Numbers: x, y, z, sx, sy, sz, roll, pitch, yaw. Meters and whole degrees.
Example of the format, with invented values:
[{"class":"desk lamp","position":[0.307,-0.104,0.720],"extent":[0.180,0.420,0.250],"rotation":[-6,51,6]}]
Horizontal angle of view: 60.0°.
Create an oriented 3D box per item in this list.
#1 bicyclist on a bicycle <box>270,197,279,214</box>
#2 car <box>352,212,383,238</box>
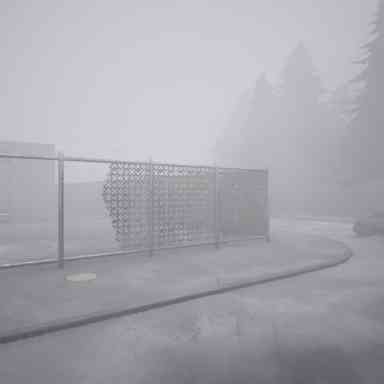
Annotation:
[{"class":"bicyclist on a bicycle","position":[7.911,1.349,32.441],"extent":[1.656,1.620,0.582],"rotation":[0,0,-36]},{"class":"car","position":[9.903,1.564,15.681],"extent":[1.994,1.385,4.181],"rotation":[0,0,-41]}]
